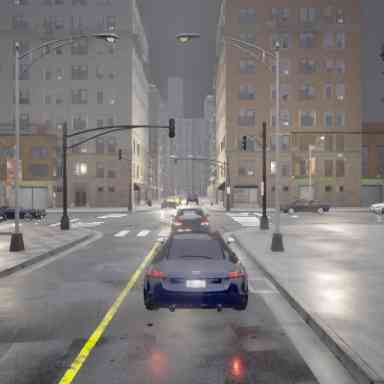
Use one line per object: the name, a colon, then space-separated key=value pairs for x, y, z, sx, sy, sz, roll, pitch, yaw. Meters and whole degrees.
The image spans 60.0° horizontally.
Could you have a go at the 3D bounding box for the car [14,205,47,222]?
car: x=-14.153 y=1.648 z=26.438 sx=4.718 sy=1.301 sz=1.895 roll=0 pitch=0 yaw=0

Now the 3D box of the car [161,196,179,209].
car: x=-3.078 y=1.617 z=44.826 sx=1.895 sy=1.301 sz=4.718 roll=0 pitch=0 yaw=0

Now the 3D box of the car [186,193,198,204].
car: x=0.056 y=1.258 z=63.729 sx=2.150 sy=2.045 sz=5.566 roll=0 pitch=0 yaw=0

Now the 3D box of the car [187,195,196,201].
car: x=-0.114 y=1.583 z=86.685 sx=2.128 sy=1.511 sz=4.902 roll=0 pitch=0 yaw=0

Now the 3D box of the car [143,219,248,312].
car: x=0.083 y=1.564 z=7.785 sx=1.994 sy=1.385 sz=4.181 roll=0 pitch=0 yaw=0

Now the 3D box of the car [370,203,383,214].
car: x=20.419 y=1.439 z=33.352 sx=4.674 sy=1.442 sz=1.812 roll=0 pitch=0 yaw=-1

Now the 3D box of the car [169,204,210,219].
car: x=-0.087 y=1.525 z=16.529 sx=1.812 sy=1.442 sz=4.674 roll=0 pitch=0 yaw=-2

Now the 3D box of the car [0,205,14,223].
car: x=-15.224 y=1.615 z=23.183 sx=4.181 sy=1.385 sz=1.994 roll=0 pitch=0 yaw=0

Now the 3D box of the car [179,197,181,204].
car: x=-3.105 y=1.505 z=55.118 sx=1.882 sy=1.535 sz=5.008 roll=0 pitch=0 yaw=0

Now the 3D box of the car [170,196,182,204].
car: x=-3.081 y=1.586 z=65.756 sx=2.033 sy=1.411 sz=5.357 roll=0 pitch=0 yaw=0

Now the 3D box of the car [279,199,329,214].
car: x=11.157 y=1.450 z=33.298 sx=4.892 sy=1.490 sz=1.837 roll=0 pitch=0 yaw=0
